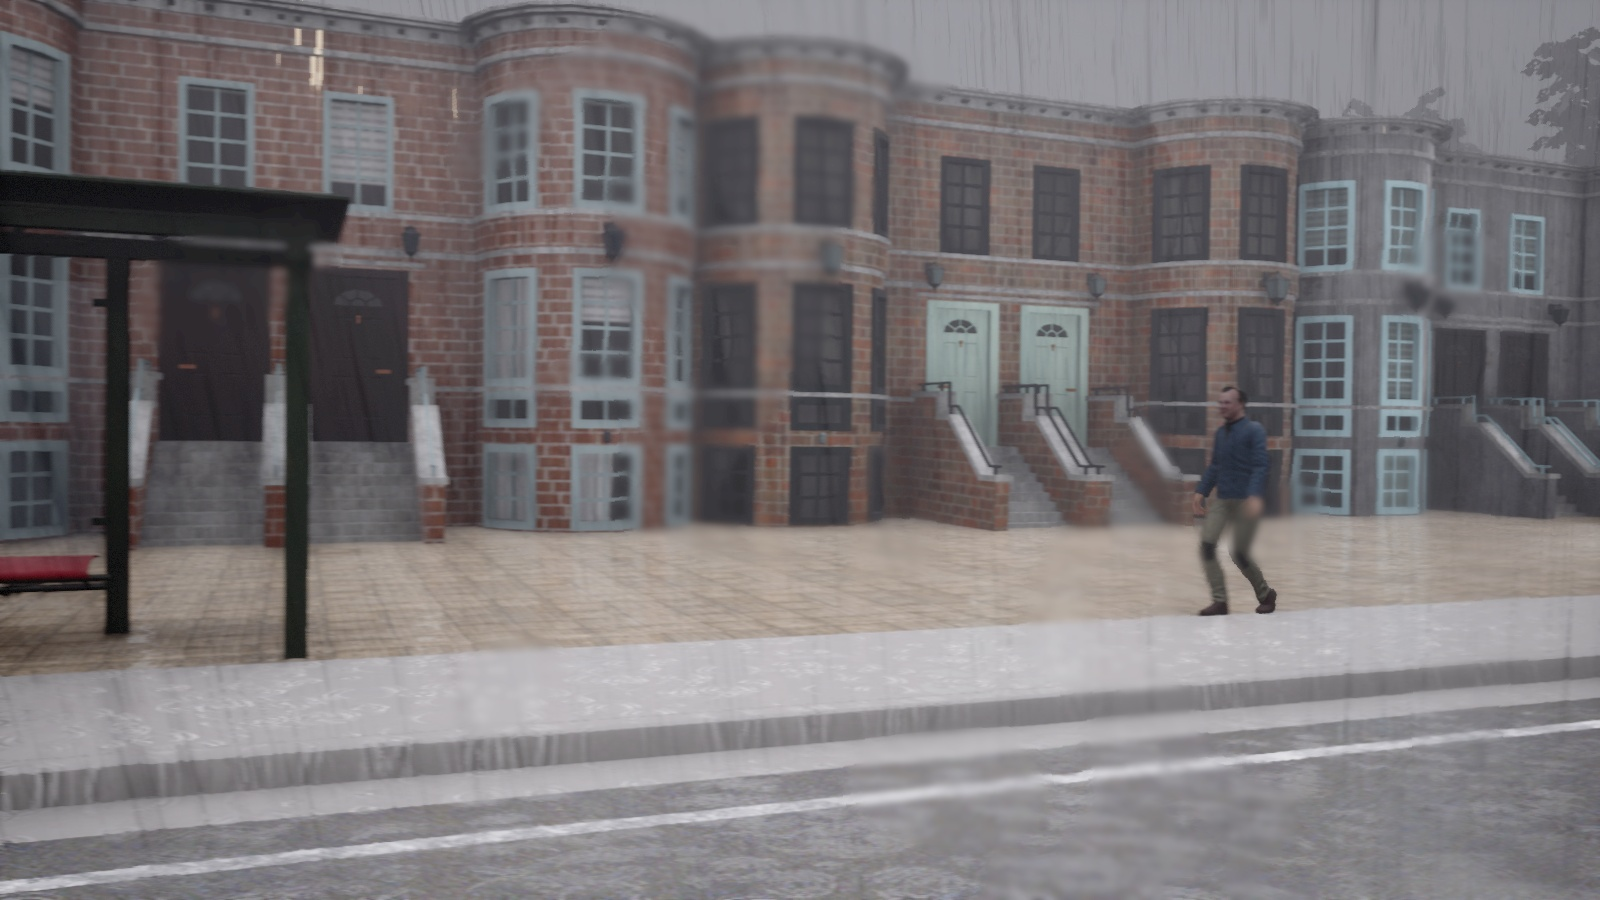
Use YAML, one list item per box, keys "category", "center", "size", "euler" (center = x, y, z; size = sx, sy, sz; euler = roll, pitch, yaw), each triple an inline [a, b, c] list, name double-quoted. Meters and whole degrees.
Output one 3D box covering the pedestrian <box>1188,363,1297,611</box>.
- category: "pedestrian"
  center: [3.404, 0.268, 9.655]
  size: [0.726, 1.842, 0.402]
  euler: [-1, 1, -28]
